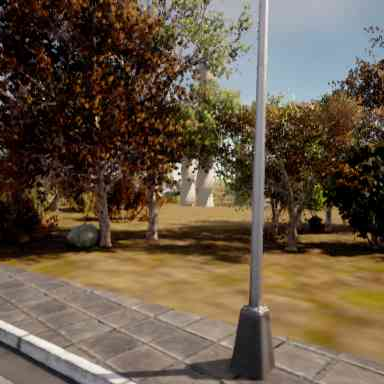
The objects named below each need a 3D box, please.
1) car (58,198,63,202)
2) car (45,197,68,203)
[{"bbox_3d":[-36.106,2.016,85.448,4.892,1.521,2.231,2,-3,4],"label":"car"},{"bbox_3d":[-35.898,2.176,88.190,5.008,1.535,2.097,2,-3,4],"label":"car"}]
